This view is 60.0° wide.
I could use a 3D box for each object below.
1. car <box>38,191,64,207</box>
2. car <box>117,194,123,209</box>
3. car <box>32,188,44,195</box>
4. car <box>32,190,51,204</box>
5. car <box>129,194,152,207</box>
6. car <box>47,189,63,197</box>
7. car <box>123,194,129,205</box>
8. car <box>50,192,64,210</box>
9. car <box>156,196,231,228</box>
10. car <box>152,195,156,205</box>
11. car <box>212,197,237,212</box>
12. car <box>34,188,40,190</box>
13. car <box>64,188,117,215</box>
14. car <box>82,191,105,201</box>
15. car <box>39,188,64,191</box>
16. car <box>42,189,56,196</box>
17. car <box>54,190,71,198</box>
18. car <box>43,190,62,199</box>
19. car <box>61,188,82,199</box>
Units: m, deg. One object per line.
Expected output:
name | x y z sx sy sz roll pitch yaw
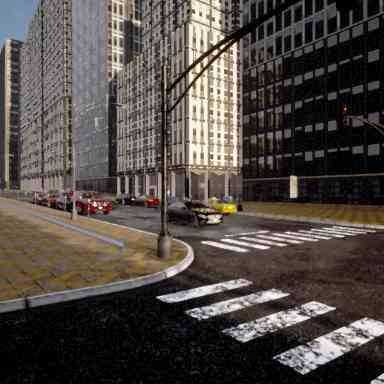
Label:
car | -15.030 0.861 36.273 1.887 1.381 4.507 1 0 -36
car | -8.660 1.008 31.918 1.994 1.385 4.181 0 1 -36
car | -38.089 -0.208 82.070 1.967 1.590 4.097 1 0 -36
car | -18.344 0.793 40.811 1.802 1.307 4.206 1 0 -36
car | -4.955 0.977 36.683 1.802 1.307 4.206 1 0 -36
car | -28.151 0.214 68.454 2.008 1.369 4.403 1 0 -36
car | -8.269 0.856 41.222 1.947 1.339 4.313 1 0 -36
car | -11.717 0.987 31.735 1.947 1.339 4.313 1 0 -36
car | -0.077 1.242 20.164 1.812 1.442 4.674 0 1 -36
car | -1.641 1.066 32.145 1.947 1.339 4.313 1 0 -36
car | 1.642 1.127 27.798 1.752 1.417 4.829 1 0 -36
car | -34.776 -0.105 77.531 1.967 1.590 4.097 1 0 -36
car | -8.398 0.841 27.195 2.192 1.841 5.009 1 0 -36
car | -14.896 0.646 50.300 1.947 1.339 4.313 1 0 -36
car | -19.660 0.445 47.118 2.097 1.767 4.553 0 1 -36
car | -31.465 0.104 72.993 1.887 1.381 4.507 1 0 -36
car | -24.937 0.289 64.053 1.752 1.417 4.829 1 0 -36
car | -25.114 0.380 59.855 2.033 1.411 5.357 0 1 -34
car | -21.518 0.186 59.375 2.192 1.841 5.009 1 0 -36
